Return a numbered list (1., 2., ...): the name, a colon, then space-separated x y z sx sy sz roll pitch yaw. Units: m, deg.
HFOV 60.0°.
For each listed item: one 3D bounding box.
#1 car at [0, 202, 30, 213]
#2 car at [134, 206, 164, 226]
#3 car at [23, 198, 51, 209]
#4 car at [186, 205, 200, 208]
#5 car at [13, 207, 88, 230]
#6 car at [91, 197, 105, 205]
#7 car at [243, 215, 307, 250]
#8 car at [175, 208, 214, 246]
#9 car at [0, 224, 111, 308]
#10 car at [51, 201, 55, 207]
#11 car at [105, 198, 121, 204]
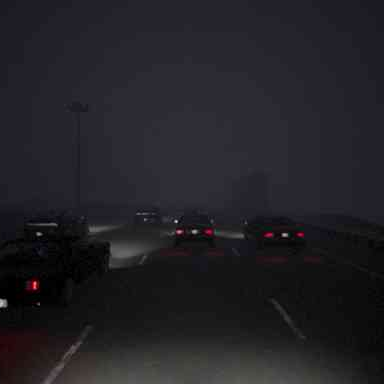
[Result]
1. car: -17.573 1.931 31.256 1.812 1.442 4.674 0 -1 0
2. car: -3.379 1.838 26.593 2.128 1.511 4.902 0 -1 0
3. car: -24.521 1.886 51.333 2.150 2.045 5.566 0 -1 1
4. car: 0.128 2.074 36.334 1.895 1.301 4.718 0 -1 0
5. car: -6.887 1.718 17.364 2.128 1.511 4.902 0 -1 0
6. car: -20.691 2.189 74.283 2.150 2.045 5.566 0 -1 1
7. car: 3.612 1.749 15.392 2.033 1.411 5.357 0 -1 0
8. car: 0.112 1.764 16.573 2.033 1.411 5.357 0 -1 0
9. car: -3.394 1.708 8.117 1.895 1.301 4.718 0 -1 0
10. car: -27.916 2.349 63.490 2.128 1.511 4.902 0 -1 1
11. car: -17.191 2.488 74.222 2.128 1.511 4.902 0 -1 1
